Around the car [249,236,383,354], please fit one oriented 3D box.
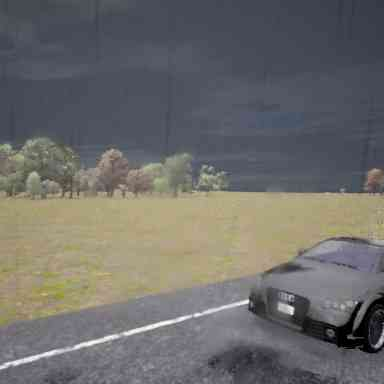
[{"bbox_3d":[3.031,1.567,6.147,4.181,1.385,1.994,0,0,-35],"label":"car"}]
